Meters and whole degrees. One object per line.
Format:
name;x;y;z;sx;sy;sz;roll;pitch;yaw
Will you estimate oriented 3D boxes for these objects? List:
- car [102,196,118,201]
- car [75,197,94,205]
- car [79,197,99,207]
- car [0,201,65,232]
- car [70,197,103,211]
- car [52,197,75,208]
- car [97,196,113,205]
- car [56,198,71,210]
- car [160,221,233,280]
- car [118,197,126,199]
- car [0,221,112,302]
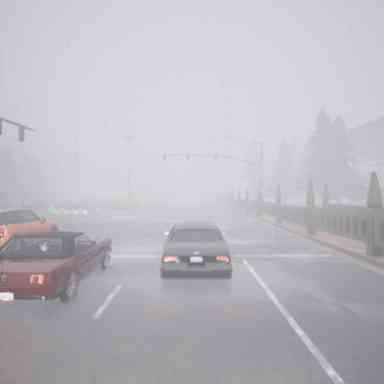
car;-14.094;1.818;54.897;1.895;1.301;4.718;0;0;0
car;-21.022;1.753;65.152;2.128;1.511;4.902;0;0;0
car;-17.583;1.703;56.986;1.882;1.535;5.008;0;0;1
car;-6.906;1.402;12.772;2.097;1.767;4.553;0;0;0
car;-14.113;1.725;44.825;2.033;1.411;5.357;0;0;0
car;-21.089;1.695;54.812;1.882;1.535;5.008;0;0;0
car;-17.523;1.621;67.285;2.097;1.767;4.553;0;0;0
car;-17.595;1.712;46.951;1.812;1.442;4.674;0;0;0
car;0.097;1.588;10.072;2.033;1.411;5.357;0;0;0
car;-14.024;1.750;65.342;2.128;1.511;4.902;0;0;0
car;-3.401;1.634;8.311;1.895;1.301;4.718;0;0;0
